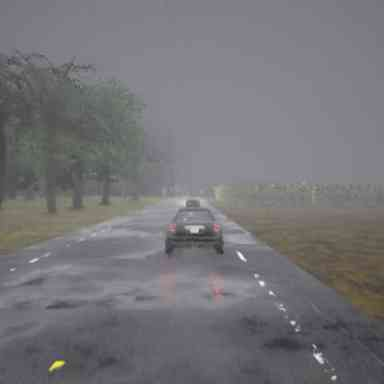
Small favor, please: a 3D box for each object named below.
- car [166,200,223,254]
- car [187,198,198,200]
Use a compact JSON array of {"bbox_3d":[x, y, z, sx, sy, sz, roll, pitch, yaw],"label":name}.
[{"bbox_3d":[0.090,1.389,13.861,2.097,1.767,4.553,0,0,0],"label":"car"},{"bbox_3d":[0.084,1.524,45.398,1.837,1.490,4.892,0,0,0],"label":"car"}]
